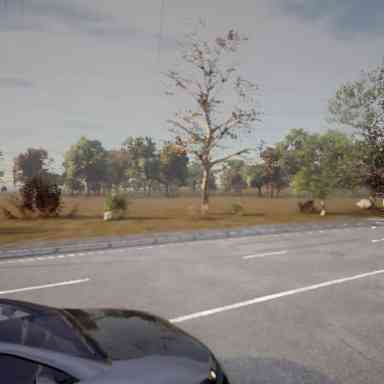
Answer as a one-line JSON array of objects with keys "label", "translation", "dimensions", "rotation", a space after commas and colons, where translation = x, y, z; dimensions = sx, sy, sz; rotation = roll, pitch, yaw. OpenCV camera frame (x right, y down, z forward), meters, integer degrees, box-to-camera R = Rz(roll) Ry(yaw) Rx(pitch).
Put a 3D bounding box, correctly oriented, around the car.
[{"label": "car", "translation": [-1.682, 1.554, 2.430], "dimensions": [4.181, 1.385, 1.994], "rotation": [0, 0, -36]}]
